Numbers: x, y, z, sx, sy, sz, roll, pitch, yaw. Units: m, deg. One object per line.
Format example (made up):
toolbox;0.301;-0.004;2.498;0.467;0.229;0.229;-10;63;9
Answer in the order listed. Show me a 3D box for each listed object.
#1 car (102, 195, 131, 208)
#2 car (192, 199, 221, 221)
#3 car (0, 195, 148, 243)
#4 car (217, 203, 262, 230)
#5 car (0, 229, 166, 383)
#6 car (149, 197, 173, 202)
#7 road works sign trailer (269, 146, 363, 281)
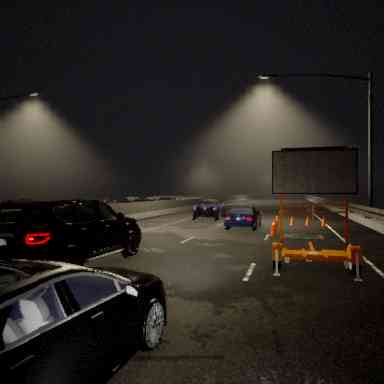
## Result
car;-10.866;1.336;48.015;2.097;1.767;4.553;0;0;16
car;1.566;1.344;27.493;2.097;1.767;4.553;0;0;16
car;-3.540;1.219;10.060;2.150;2.045;5.566;0;0;16
car;3.294;1.542;20.935;2.033;1.411;5.357;0;0;16
car;-1.801;1.490;3.542;2.128;1.511;4.902;0;0;16
car;-3.875;1.487;46.986;1.837;1.490;4.892;0;0;16
road works sign trailer;3.637;0.462;10.017;2.380;3.560;2.880;0;0;16
